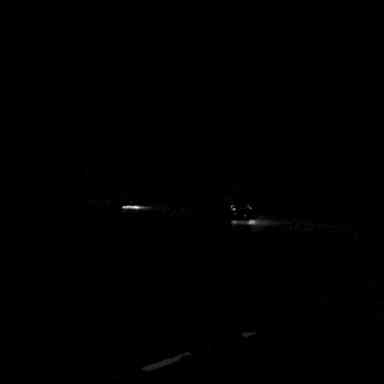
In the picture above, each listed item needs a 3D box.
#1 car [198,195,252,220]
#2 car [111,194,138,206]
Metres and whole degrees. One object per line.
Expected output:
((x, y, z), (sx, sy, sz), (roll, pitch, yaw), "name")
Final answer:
((2.480, 1.071, 25.417), (2.097, 1.767, 4.553), (0, 1, -35), "car")
((-8.207, 0.945, 40.439), (1.994, 1.385, 4.181), (0, 1, -35), "car")
